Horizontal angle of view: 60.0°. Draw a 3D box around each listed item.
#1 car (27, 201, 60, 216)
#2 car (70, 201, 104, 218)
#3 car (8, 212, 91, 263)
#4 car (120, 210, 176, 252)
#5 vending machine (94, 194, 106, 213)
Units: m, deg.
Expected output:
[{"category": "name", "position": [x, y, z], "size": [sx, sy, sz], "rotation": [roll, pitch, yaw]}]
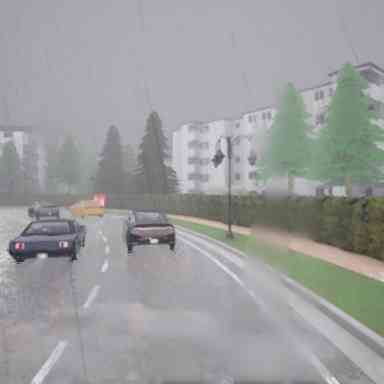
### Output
[{"category": "car", "position": [-12.736, 1.530, 28.449], "size": [2.128, 1.511, 4.902], "rotation": [0, 0, -36]}, {"category": "car", "position": [-9.564, 1.516, 29.986], "size": [1.882, 1.535, 5.008], "rotation": [0, 0, -35]}, {"category": "car", "position": [-4.947, 1.617, 12.058], "size": [1.895, 1.301, 4.718], "rotation": [0, 0, -13]}, {"category": "car", "position": [-1.935, 1.509, 14.033], "size": [2.128, 1.511, 4.902], "rotation": [0, 0, -14]}, {"category": "vending machine", "position": [-10.318, 1.242, 37.307], "size": [1.100, 2.100, 0.880], "rotation": [0, 0, -43]}]
